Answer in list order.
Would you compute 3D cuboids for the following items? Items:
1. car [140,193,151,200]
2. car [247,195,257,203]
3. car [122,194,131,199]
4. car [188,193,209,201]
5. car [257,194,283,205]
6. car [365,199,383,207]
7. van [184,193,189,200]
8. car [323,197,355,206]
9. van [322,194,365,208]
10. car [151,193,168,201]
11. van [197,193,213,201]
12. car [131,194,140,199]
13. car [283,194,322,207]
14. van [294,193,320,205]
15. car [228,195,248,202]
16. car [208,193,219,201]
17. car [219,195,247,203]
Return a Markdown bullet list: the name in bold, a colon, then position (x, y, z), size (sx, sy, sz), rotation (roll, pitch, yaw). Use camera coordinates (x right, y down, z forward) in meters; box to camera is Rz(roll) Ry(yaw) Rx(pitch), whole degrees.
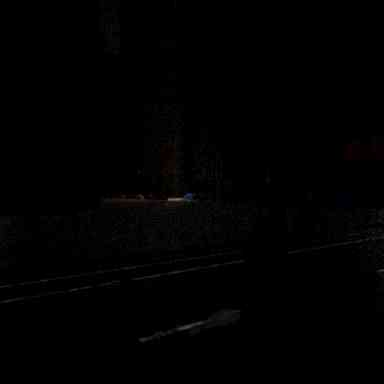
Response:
- **car**: position (-10.540, 1.262, 83.789), size (1.967, 1.590, 4.097), rotation (0, 0, -36)
- **car**: position (10.975, 1.342, 63.603), size (1.812, 1.442, 4.674), rotation (0, 0, -35)
- **car**: position (-17.142, 1.389, 93.027), size (1.947, 1.339, 4.313), rotation (0, 0, -36)
- **car**: position (2.144, 1.189, 75.952), size (2.033, 1.411, 5.357), rotation (0, 0, -36)
- **car**: position (12.568, 1.405, 51.456), size (1.802, 1.307, 4.206), rotation (0, 0, -36)
- **car**: position (26.105, 1.375, 47.175), size (2.008, 1.369, 4.403), rotation (0, 0, -36)
- **van**: position (-0.304, 1.157, 84.129), size (1.690, 1.788, 3.998), rotation (0, 0, -36)
- **car**: position (22.804, 1.403, 51.795), size (1.802, 1.307, 4.206), rotation (0, 0, -36)
- **van**: position (19.170, 1.171, 42.217), size (1.690, 1.788, 3.998), rotation (0, 0, -36)
- **car**: position (-7.239, 1.372, 79.170), size (2.008, 1.369, 4.403), rotation (0, 0, -36)
- **van**: position (2.997, 1.157, 79.509), size (1.690, 1.788, 3.998), rotation (0, 0, -36)
- **car**: position (-13.742, 1.348, 88.270), size (1.752, 1.417, 4.829), rotation (0, 0, -36)
- **car**: position (15.869, 1.141, 46.836), size (2.192, 1.841, 5.009), rotation (0, 0, -36)
- **van**: position (19.502, 1.159, 56.414), size (1.690, 1.788, 3.998), rotation (0, 0, -36)
- **car**: position (9.599, 1.397, 70.271), size (1.802, 1.307, 4.206), rotation (0, 0, -36)
- **car**: position (6.298, 1.397, 74.890), size (1.802, 1.307, 4.206), rotation (0, 0, -36)
- **car**: position (7.666, 1.382, 62.986), size (1.994, 1.385, 4.181), rotation (0, 0, -35)
